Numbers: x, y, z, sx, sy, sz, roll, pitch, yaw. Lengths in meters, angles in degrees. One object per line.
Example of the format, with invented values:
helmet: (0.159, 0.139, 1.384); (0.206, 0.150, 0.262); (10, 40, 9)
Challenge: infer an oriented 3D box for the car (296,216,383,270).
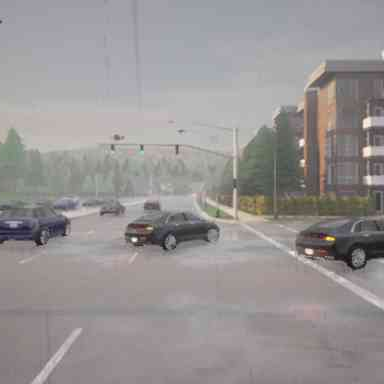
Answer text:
car: (5.756, 1.581, 11.225); (4.892, 1.490, 1.837); (0, -3, -26)

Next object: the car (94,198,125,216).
car: (-8.269, 1.708, 34.868); (2.033, 1.411, 5.357); (0, 0, -2)

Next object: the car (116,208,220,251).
car: (-0.675, 1.580, 14.566); (1.837, 1.490, 4.892); (-3, -2, 39)

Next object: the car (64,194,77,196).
car: (-23.735, 1.499, 64.552); (2.150, 2.045, 5.566); (0, 0, 0)

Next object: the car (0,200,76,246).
car: (-7.410, 1.414, 15.787); (2.097, 1.767, 4.553); (0, 0, -2)

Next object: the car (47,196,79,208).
car: (-16.610, 1.660, 43.332); (1.882, 1.535, 5.008); (0, 0, 0)

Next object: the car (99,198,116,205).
car: (-16.746, 1.843, 66.200); (2.033, 1.411, 5.357); (0, 0, 0)

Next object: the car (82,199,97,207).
car: (-16.692, 1.794, 55.539); (2.033, 1.411, 5.357); (0, 0, 0)

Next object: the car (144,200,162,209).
car: (-4.926, 1.685, 41.916); (1.882, 1.535, 5.008); (0, 0, -1)
